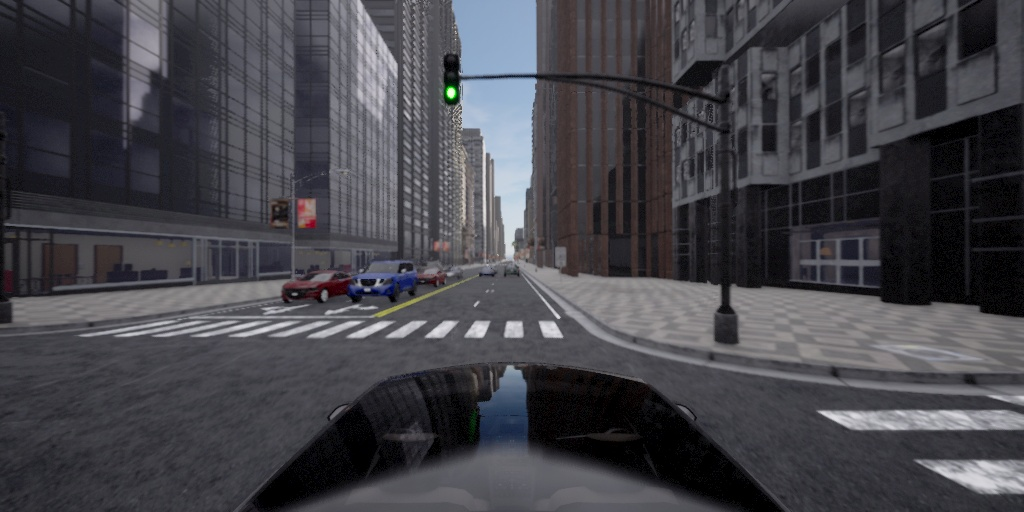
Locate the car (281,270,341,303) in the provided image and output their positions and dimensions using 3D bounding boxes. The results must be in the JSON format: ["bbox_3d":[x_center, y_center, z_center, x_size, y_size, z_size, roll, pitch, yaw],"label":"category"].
[{"bbox_3d":[-9.859,1.506,18.793,1.882,1.535,5.008,0,-1,0],"label":"car"}]

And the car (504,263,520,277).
[{"bbox_3d":[-0.034,1.816,47.392,2.097,1.767,4.553,0,-1,0],"label":"car"}]

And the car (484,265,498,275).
[{"bbox_3d":[-3.289,2.204,57.452,1.994,1.385,4.181,0,-1,0],"label":"car"}]

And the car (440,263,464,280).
[{"bbox_3d":[-6.599,1.868,40.700,2.128,1.511,4.902,0,-1,0],"label":"car"}]

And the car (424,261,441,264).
[{"bbox_3d":[-9.854,1.652,43.428,2.150,2.045,5.566,0,-1,0],"label":"car"}]

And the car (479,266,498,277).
[{"bbox_3d":[-3.283,2.039,47.383,1.994,1.385,4.181,0,-1,0],"label":"car"}]

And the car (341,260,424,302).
[{"bbox_3d":[-6.611,1.245,19.147,2.150,2.045,5.566,0,-1,0],"label":"car"}]

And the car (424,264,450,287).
[{"bbox_3d":[-6.607,1.665,29.137,1.882,1.535,5.008,0,-1,0],"label":"car"}]
